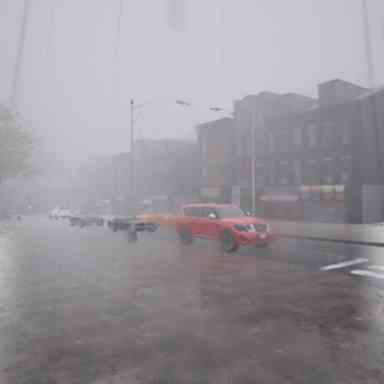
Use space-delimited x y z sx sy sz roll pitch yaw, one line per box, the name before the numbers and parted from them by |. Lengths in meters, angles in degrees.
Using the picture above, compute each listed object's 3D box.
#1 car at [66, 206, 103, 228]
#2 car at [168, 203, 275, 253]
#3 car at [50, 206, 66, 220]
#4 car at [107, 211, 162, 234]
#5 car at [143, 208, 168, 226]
car | -10.284 2.437 32.294 2.097 1.767 4.553 0 -2 -35
car | 1.340 1.561 15.945 2.150 2.045 5.566 -1 -2 -35
car | -20.429 3.194 51.633 2.150 2.045 5.566 0 -2 -35
car | -4.363 2.287 23.958 1.895 1.301 4.718 0 -2 -36
car | -3.259 2.101 27.504 2.097 1.767 4.553 0 -2 -36
